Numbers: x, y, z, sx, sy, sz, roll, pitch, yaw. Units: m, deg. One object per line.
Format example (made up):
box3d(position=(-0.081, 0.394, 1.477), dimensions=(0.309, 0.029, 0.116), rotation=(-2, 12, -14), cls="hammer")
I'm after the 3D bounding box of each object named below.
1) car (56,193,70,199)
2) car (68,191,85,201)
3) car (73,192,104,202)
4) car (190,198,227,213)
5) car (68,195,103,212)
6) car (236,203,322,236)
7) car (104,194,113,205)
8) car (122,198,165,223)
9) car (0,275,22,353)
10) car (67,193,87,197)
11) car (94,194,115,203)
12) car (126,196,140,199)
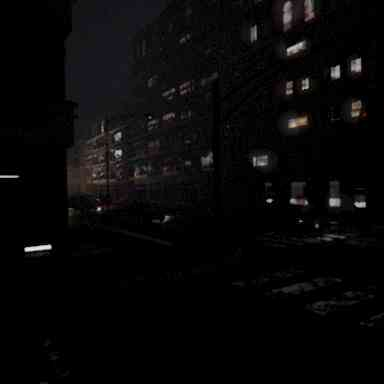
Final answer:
box3d(position=(-30.714, 1.002, 79.116), dimensions=(2.008, 1.369, 4.403), rotation=(-1, 1, -34), cls="car")
box3d(position=(-24.281, 0.814, 69.746), dimensions=(2.192, 1.841, 5.009), rotation=(-1, 1, -34), cls="car")
box3d(position=(-13.915, 1.090, 44.495), dimensions=(2.097, 1.767, 4.553), rotation=(-1, 1, -34), cls="car")
box3d(position=(1.551, 1.241, 32.344), dimensions=(1.887, 1.381, 4.507), rotation=(-1, 1, -34), cls="car")
box3d(position=(-11.873, 1.380, 36.903), dimensions=(2.008, 1.369, 4.403), rotation=(-1, 1, -34), cls="car")
box3d(position=(4.548, 1.372, 18.054), dimensions=(2.128, 1.511, 4.902), rotation=(-2, 1, -38), cls="car")
box3d(position=(-13.078, 1.163, 48.783), dimensions=(1.837, 1.490, 4.892), rotation=(-1, 1, -34), cls="car")
box3d(position=(-3.648, 1.442, 24.706), dimensions=(1.887, 1.381, 4.507), rotation=(-1, 1, -34), cls="car")
box3d(position=(-4.282, 1.561, 3.532), dimensions=(4.403, 1.369, 2.008), rotation=(0, -1, -35), cls="car")
box3d(position=(-15.092, 1.244, 41.585), dimensions=(1.967, 1.590, 4.097), rotation=(-1, 1, -34), cls="car")
box3d(position=(-14.720, 1.097, 55.839), dimensions=(1.752, 1.417, 4.829), rotation=(-1, 1, -34), cls="car")
box3d(position=(-4.334, 1.380, 30.501), dimensions=(1.994, 1.385, 4.181), rotation=(-2, 1, -34), cls="car")
